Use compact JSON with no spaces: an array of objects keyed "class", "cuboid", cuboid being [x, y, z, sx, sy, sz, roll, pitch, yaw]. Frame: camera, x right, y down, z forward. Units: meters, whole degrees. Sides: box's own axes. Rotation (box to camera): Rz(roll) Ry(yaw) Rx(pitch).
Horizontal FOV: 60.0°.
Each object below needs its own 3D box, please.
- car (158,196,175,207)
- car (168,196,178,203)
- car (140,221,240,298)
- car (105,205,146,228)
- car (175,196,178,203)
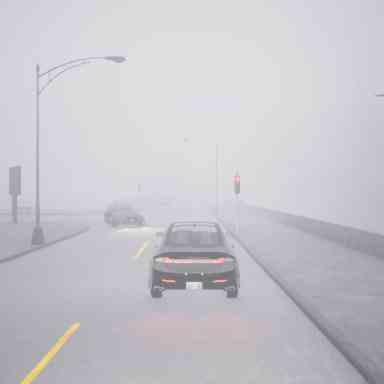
[{"class":"car","cuboid":[-4.119,1.547,50.882,2.033,1.411,5.357,0,0,0]},{"class":"car","cuboid":[-4.030,1.552,70.365,1.994,1.385,4.181,0,0,0]},{"class":"car","cuboid":[0.058,1.492,8.491,2.128,1.511,4.902,0,0,0]},{"class":"car","cuboid":[-4.538,1.562,22.291,1.994,1.385,4.181,1,0,-25]},{"class":"car","cuboid":[-4.095,1.601,60.548,1.895,1.301,4.718,0,0,0]}]
